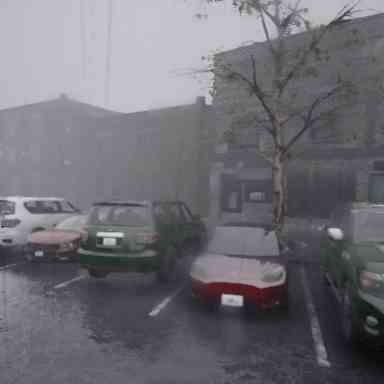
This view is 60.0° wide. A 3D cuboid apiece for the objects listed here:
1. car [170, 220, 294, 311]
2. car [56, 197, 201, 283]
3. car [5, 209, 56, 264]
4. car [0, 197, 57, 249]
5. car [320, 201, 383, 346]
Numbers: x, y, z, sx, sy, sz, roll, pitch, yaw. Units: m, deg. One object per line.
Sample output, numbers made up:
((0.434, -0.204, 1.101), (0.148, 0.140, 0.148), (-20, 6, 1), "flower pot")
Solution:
((1.338, 1.506, 8.098), (2.163, 1.488, 4.792), (1, -1, 15), "car")
((-1.102, 1.221, 9.899), (2.435, 2.045, 5.566), (0, -1, 15), "car")
((-3.553, 1.467, 11.611), (2.097, 1.535, 5.008), (1, -1, 15), "car")
((-6.000, 1.211, 13.379), (2.435, 2.045, 5.566), (0, -1, 15), "car")
((3.794, 1.230, 6.360), (2.435, 2.045, 5.566), (1, -1, 15), "car")
